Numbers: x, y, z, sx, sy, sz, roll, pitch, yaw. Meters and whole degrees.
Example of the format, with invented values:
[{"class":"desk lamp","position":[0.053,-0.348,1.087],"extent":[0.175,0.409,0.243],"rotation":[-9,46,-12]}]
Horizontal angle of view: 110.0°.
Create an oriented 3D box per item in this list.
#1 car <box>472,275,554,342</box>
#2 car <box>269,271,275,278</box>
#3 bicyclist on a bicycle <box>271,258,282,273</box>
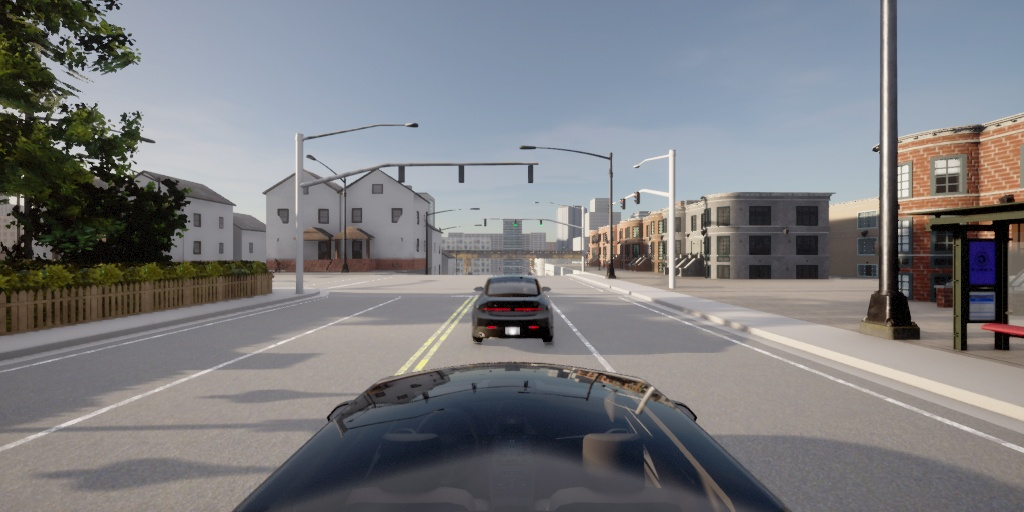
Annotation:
[{"class":"car","position":[0.014,1.256,9.707],"extent":[1.837,1.490,4.892],"rotation":[0,0,0]},{"class":"car","position":[-21.611,1.297,27.865],"extent":[5.357,1.411,2.033],"rotation":[0,0,0]},{"class":"bicyclist on a bicycle","position":[-25.504,1.053,38.840],"extent":[0.582,1.620,1.656],"rotation":[0,0,0]}]
